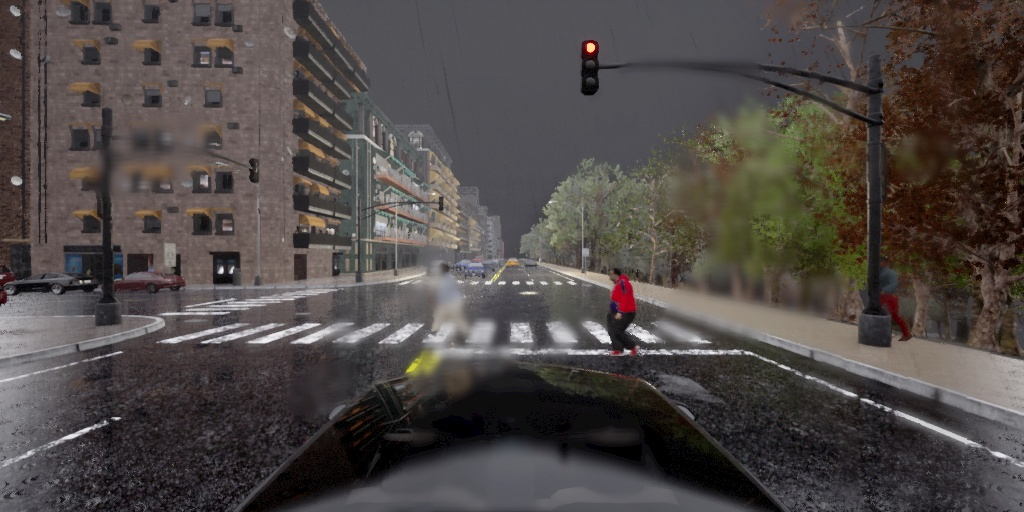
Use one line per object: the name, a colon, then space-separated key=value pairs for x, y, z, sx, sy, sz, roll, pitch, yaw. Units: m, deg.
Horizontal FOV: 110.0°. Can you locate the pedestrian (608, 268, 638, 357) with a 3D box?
pedestrian: x=2.167 y=1.044 z=7.030 sx=0.375 sy=1.860 sz=0.375 roll=0 pitch=0 yaw=0

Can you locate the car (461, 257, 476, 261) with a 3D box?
car: x=-6.461 y=1.235 z=48.884 sx=1.882 sy=1.535 sz=5.008 roll=0 pitch=0 yaw=0

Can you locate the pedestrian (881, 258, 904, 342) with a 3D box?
pedestrian: x=7.984 y=0.891 z=7.704 sx=0.375 sy=1.860 sz=0.375 roll=0 pitch=0 yaw=0

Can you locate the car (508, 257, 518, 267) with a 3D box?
car: x=0.176 y=1.244 z=64.521 sx=1.882 sy=1.535 sz=5.008 roll=0 pitch=0 yaw=0

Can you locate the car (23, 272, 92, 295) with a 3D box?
car: x=-28.291 y=1.647 z=22.134 sx=4.313 sy=1.339 sz=1.948 roll=0 pitch=0 yaw=-1

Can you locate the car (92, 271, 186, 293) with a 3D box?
car: x=-22.724 y=1.593 z=22.218 sx=4.207 sy=1.307 sz=1.802 roll=0 pitch=0 yaw=-1

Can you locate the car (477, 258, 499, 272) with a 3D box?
car: x=-3.217 y=1.304 z=47.695 sx=2.033 sy=1.411 sz=5.357 roll=0 pitch=0 yaw=0

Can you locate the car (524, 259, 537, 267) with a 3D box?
car: x=3.427 y=1.331 z=64.929 sx=1.994 sy=1.385 sz=4.181 roll=0 pitch=0 yaw=0

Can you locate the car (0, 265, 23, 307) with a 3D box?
car: x=-22.627 y=1.335 z=13.571 sx=5.009 sy=1.841 sz=2.192 roll=0 pitch=0 yaw=-1

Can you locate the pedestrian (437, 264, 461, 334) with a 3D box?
pedestrian: x=-1.453 y=1.047 z=8.332 sx=0.375 sy=1.860 sz=0.375 roll=0 pitch=0 yaw=0

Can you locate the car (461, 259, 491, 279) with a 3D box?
car: x=-3.254 y=1.278 z=32.916 sx=1.812 sy=1.442 sz=4.674 roll=0 pitch=0 yaw=0

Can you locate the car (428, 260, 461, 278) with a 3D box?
car: x=-6.513 y=1.243 z=33.656 sx=2.128 sy=1.511 sz=4.902 roll=0 pitch=0 yaw=0
